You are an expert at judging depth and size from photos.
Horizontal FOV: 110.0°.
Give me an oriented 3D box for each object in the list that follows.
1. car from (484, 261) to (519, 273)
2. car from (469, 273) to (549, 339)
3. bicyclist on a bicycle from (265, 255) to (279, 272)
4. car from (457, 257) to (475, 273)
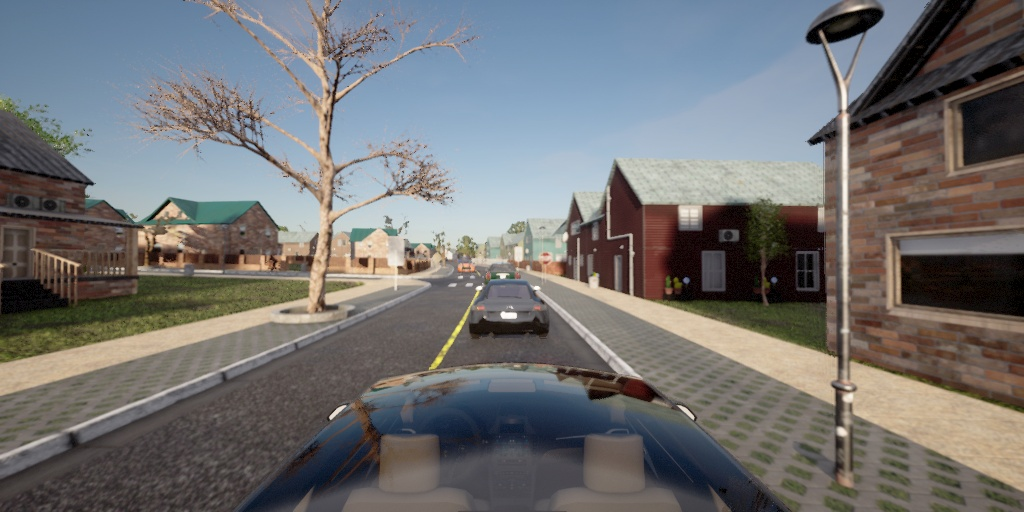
[{"bbox_3d":[-0.628,1.169,21.938,2.097,1.767,4.553,0,0,-3],"label":"car"},{"bbox_3d":[-0.100,1.342,10.234,1.994,1.385,4.181,0,0,-1],"label":"car"},{"bbox_3d":[-22.800,0.729,34.103,0.582,1.620,1.656,1,-1,6],"label":"bicyclist on a bicycle"},{"bbox_3d":[-5.818,1.243,45.683,2.097,1.767,4.553,0,0,-7],"label":"car"}]
